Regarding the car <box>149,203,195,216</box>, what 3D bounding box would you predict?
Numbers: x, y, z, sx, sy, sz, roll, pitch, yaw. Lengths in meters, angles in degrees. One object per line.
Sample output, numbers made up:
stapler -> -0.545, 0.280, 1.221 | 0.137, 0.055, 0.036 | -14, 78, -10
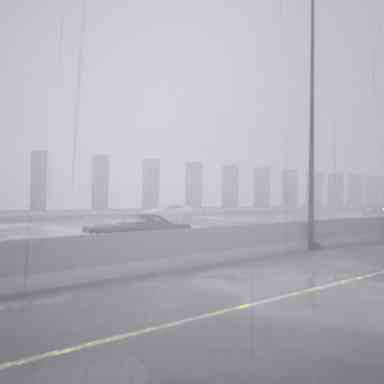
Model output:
car -> -1.958, 1.688, 28.022 | 4.674, 1.442, 1.812 | 1, 0, -34

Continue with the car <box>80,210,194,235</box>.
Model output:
car -> -2.501, 1.672, 14.977 | 4.718, 1.301, 1.895 | 1, 0, -34

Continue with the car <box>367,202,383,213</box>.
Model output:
car -> 26.563, 2.102, 46.395 | 4.674, 1.442, 1.812 | 1, 0, -32

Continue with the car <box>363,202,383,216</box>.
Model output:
car -> 22.278, 1.978, 39.532 | 4.902, 1.511, 2.128 | 1, 0, -33
